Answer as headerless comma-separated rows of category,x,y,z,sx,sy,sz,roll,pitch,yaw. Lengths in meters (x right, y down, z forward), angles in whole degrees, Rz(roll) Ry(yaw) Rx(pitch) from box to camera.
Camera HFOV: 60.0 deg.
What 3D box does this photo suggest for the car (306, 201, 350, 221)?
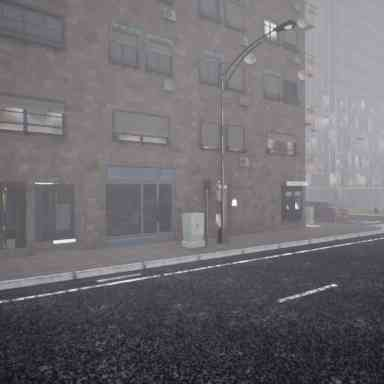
car,11.900,1.621,30.353,2.097,1.767,4.553,-1,-1,-35
